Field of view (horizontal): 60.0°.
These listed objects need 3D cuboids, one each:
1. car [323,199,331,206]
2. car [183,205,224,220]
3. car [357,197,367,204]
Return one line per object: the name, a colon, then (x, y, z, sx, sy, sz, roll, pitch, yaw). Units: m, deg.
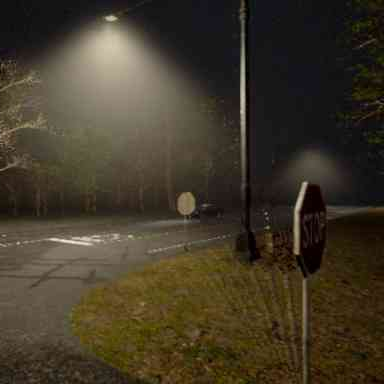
car: (26.243, 2.048, 66.240, 1.895, 1.301, 4.718, -1, -1, 36)
car: (1.111, 1.904, 31.895, 1.895, 1.301, 4.718, -1, 0, 36)
car: (38.205, 1.938, 74.819, 1.882, 1.535, 5.008, -1, -1, 30)
